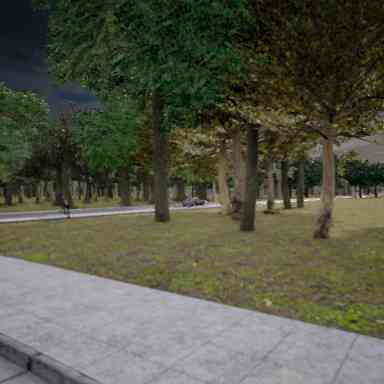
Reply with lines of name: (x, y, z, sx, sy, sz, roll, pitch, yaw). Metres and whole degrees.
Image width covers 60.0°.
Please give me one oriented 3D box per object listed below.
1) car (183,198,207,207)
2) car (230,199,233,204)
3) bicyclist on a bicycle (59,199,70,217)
car: (0.517, 1.623, 51.989, 2.128, 1.511, 4.902, 0, 0, 36)
car: (8.783, 1.694, 63.526, 1.994, 1.385, 4.181, 0, 0, 36)
bicyclist on a bicycle: (-11.573, 1.437, 30.139, 1.656, 1.620, 0.582, -1, 0, 36)
